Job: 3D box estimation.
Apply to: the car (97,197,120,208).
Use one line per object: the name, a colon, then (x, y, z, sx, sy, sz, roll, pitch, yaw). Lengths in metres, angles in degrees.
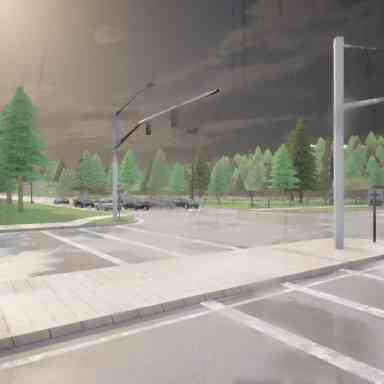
car: (-12.480, 1.526, 49.729, 1.812, 1.442, 4.674, 0, 0, -35)

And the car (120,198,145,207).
car: (-9.154, 1.601, 51.078, 1.895, 1.301, 4.718, 0, 0, -35)

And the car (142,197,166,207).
car: (-6.009, 1.564, 52.702, 1.994, 1.385, 4.181, 0, 0, -35)

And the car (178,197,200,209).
car: (-0.919, 1.505, 45.428, 1.837, 1.490, 4.892, 0, 0, -35)

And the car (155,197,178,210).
car: (-4.131, 1.564, 43.914, 1.994, 1.385, 4.181, 0, 0, -35)

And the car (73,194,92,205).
car: (-20.030, 1.351, 60.564, 2.097, 1.767, 4.553, 0, 0, -35)

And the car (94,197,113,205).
car: (-16.348, 1.564, 61.404, 1.994, 1.385, 4.181, 0, 0, -35)

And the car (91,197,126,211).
car: (-10.164, 1.601, 40.323, 1.895, 1.301, 4.718, 0, 0, -35)

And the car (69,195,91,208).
car: (-15.705, 1.547, 48.226, 2.033, 1.411, 5.357, 0, 0, -35)

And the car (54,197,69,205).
car: (-22.935, 1.564, 58.614, 1.994, 1.385, 4.181, 0, 0, -35)

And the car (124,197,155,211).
car: (-7.120, 1.547, 42.077, 2.033, 1.411, 5.357, 0, 0, -35)

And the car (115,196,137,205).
car: (-12.312, 1.547, 61.737, 2.033, 1.411, 5.357, 0, 0, -35)
